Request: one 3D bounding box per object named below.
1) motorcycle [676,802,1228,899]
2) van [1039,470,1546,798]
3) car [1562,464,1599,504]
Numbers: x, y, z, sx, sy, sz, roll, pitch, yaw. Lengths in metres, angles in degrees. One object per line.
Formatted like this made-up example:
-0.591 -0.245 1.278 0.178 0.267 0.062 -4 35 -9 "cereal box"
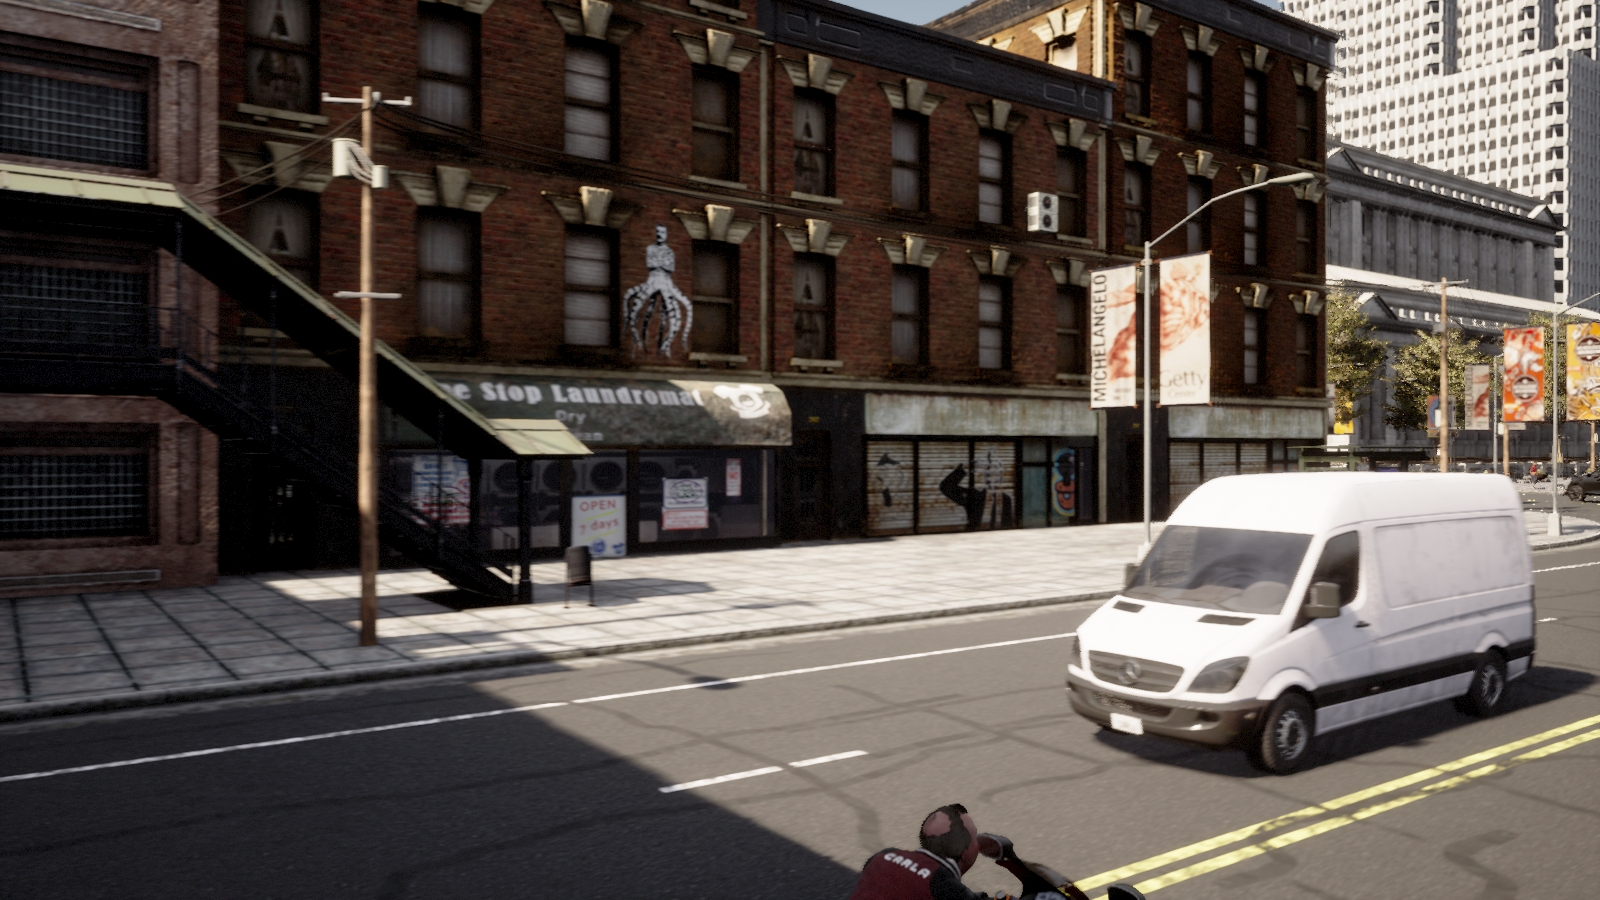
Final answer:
0.498 2.205 4.134 2.209 1.251 0.867 0 0 -35 "motorcycle"
5.263 1.534 11.749 5.915 2.561 1.988 0 0 -35 "van"
42.741 1.780 59.533 2.150 2.045 5.566 0 0 -4 "car"
